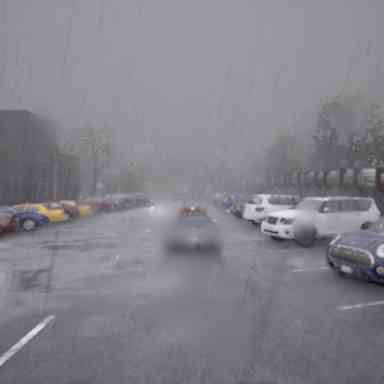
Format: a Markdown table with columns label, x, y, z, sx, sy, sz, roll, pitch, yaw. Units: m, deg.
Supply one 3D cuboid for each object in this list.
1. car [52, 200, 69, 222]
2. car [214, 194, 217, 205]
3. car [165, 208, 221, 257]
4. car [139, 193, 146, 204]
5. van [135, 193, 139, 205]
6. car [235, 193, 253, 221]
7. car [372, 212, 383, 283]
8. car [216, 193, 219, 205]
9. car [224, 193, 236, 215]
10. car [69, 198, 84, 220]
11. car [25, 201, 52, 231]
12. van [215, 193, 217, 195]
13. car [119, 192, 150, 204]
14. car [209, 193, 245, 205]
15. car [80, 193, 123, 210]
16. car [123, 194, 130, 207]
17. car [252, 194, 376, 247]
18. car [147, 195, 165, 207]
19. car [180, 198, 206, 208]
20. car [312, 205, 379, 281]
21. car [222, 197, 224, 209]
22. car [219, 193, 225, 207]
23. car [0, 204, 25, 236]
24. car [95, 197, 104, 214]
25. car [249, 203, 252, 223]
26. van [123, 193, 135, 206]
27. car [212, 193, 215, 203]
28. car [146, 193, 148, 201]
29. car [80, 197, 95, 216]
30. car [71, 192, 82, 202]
| label | x | y | z | sx | sy | sz | roll | pitch | yaw |
| --- | --- | --- | --- | --- | --- | --- | --- | --- | --- |
| car | -11.177 | 1.460 | 21.979 | 5.366 | 1.575 | 1.946 | -1 | 0 | -20 |
| car | 5.976 | 1.430 | 45.270 | 4.892 | 1.521 | 2.231 | 1 | 0 | -20 |
| car | 0.052 | 1.547 | 12.935 | 1.994 | 1.385 | 4.181 | 0 | 0 | 0 |
| car | -10.946 | 1.165 | 54.612 | 5.566 | 2.045 | 2.435 | -1 | 0 | -20 |
| van | -11.081 | 1.197 | 51.595 | 4.442 | 1.987 | 1.878 | -1 | 0 | -20 |
| car | 5.971 | 1.209 | 21.104 | 5.566 | 2.045 | 2.435 | 1 | 0 | -20 |
| car | 5.953 | 1.354 | 5.991 | 4.553 | 1.767 | 2.185 | 1 | 0 | -20 |
| car | 5.928 | 1.307 | 42.249 | 4.553 | 1.767 | 2.185 | 1 | 0 | -20 |
| car | 5.917 | 1.201 | 27.132 | 5.566 | 2.045 | 2.435 | 1 | 0 | -20 |
| car | -11.002 | 1.456 | 25.012 | 5.008 | 1.535 | 2.097 | -1 | 0 | -20 |
| car | -11.007 | 1.464 | 19.082 | 5.008 | 1.535 | 2.097 | -1 | 0 | -20 |
| van | 6.083 | 1.200 | 48.337 | 4.442 | 1.987 | 1.878 | 1 | 0 | -20 |
| car | -10.979 | 1.152 | 63.455 | 5.566 | 2.045 | 2.435 | -1 | 0 | -20 |
| car | 6.007 | 1.160 | 57.379 | 5.566 | 2.045 | 2.435 | 1 | 0 | -20 |
| car | -11.015 | 1.313 | 39.793 | 4.553 | 1.767 | 2.185 | -1 | 0 | -20 |
| car | -10.980 | 1.435 | 42.768 | 4.892 | 1.521 | 2.231 | -1 | 0 | -20 |
| car | 5.909 | 1.216 | 15.037 | 5.566 | 2.045 | 2.435 | 1 | 0 | -20 |
| car | -5.052 | 1.427 | 49.934 | 2.128 | 1.511 | 4.902 | 0 | 0 | 0 |
| car | 0.070 | 1.316 | 27.846 | 2.097 | 1.767 | 4.553 | 0 | 0 | 0 |
| car | 5.951 | 1.350 | 9.018 | 4.553 | 1.767 | 2.185 | 1 | 0 | -20 |
| car | 5.776 | 1.444 | 30.095 | 5.366 | 1.575 | 1.946 | 1 | 0 | -20 |
| car | 5.984 | 1.194 | 33.194 | 5.566 | 2.045 | 2.435 | 1 | 0 | -20 |
| car | -11.038 | 1.497 | 16.116 | 4.792 | 1.488 | 2.163 | -1 | 0 | -20 |
| car | -10.971 | 1.478 | 30.942 | 4.792 | 1.488 | 2.163 | -1 | 0 | -20 |
| car | 5.906 | 1.493 | 18.060 | 4.792 | 1.488 | 2.163 | 1 | 0 | -20 |
| van | -11.086 | 1.201 | 48.635 | 4.442 | 1.987 | 1.878 | -1 | 0 | -20 |
| car | 6.011 | 1.295 | 51.320 | 4.553 | 1.767 | 2.185 | 1 | 0 | -20 |
| car | -10.941 | 1.160 | 57.571 | 5.566 | 2.045 | 2.435 | -1 | 0 | -20 |
| car | -11.168 | 1.452 | 27.896 | 5.366 | 1.575 | 1.946 | -1 | 0 | -20 |
| car | -26.620 | 1.133 | 76.843 | 2.435 | 2.045 | 5.566 | 0 | 1 | -19 |
